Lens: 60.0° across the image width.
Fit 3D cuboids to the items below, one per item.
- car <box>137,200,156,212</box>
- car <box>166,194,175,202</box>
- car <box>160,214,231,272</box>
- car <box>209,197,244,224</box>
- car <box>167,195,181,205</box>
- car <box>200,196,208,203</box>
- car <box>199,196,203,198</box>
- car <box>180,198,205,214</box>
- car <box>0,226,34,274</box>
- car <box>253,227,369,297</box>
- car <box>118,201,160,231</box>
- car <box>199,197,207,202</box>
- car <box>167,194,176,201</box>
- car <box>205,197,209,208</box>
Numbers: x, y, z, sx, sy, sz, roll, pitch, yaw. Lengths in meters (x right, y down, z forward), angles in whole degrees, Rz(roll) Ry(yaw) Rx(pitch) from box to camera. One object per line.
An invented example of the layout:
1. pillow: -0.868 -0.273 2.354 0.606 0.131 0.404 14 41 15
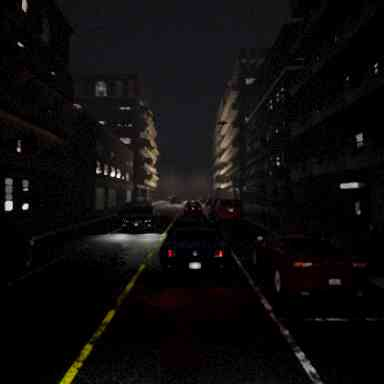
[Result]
1. car: -5.680 1.686 41.976 1.802 1.307 4.206 1 0 0
2. car: -5.679 1.783 86.545 1.947 1.339 4.313 1 0 0
3. car: 0.091 1.628 10.855 1.895 1.301 4.718 0 0 0
4. car: 2.704 1.377 25.223 2.192 1.841 5.009 1 0 0
5. car: -3.044 1.678 61.312 1.812 1.442 4.674 0 0 1
6. car: 2.701 1.714 75.532 1.752 1.417 4.829 1 0 0
7. car: 2.701 1.711 64.220 2.008 1.369 4.403 1 0 0
8. car: 0.100 1.631 33.881 2.033 1.411 5.357 0 0 0
9. car: -5.680 1.587 8.549 1.947 1.339 4.313 1 0 0
10. car: 2.701 1.566 8.509 1.887 1.381 4.507 1 0 0
11. car: -3.101 1.556 20.857 1.837 1.490 4.892 0 0 0
12. car: 2.701 1.785 80.934 1.802 1.307 4.206 1 0 0
13. car: -5.675 1.546 92.116 2.192 1.841 5.009 1 0 0
14. car: 2.704 1.391 30.794 2.192 1.841 5.009 1 0 0
